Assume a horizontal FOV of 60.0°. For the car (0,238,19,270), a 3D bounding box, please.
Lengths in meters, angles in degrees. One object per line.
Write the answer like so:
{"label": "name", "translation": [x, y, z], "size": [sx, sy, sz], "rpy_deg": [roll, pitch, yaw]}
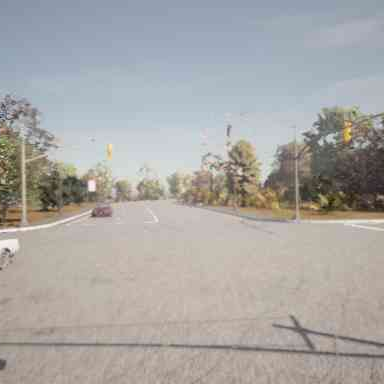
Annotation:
{"label": "car", "translation": [-6.746, 1.789, 9.034], "size": [1.895, 1.301, 4.718], "rpy_deg": [-1, 0, -1]}

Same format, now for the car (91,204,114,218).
{"label": "car", "translation": [-9.302, 1.920, 34.904], "size": [1.994, 1.385, 4.181], "rpy_deg": [-1, 0, -9]}
